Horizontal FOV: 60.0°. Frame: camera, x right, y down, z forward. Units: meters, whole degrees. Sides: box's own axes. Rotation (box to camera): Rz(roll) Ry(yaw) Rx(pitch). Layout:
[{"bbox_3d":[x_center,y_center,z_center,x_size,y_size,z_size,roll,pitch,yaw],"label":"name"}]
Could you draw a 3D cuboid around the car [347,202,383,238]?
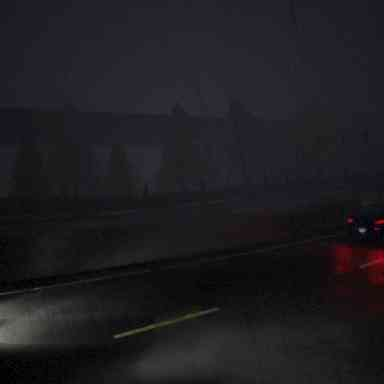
[{"bbox_3d":[8.345,1.142,14.005,4.674,1.442,1.812,-4,2,-36],"label":"car"}]
